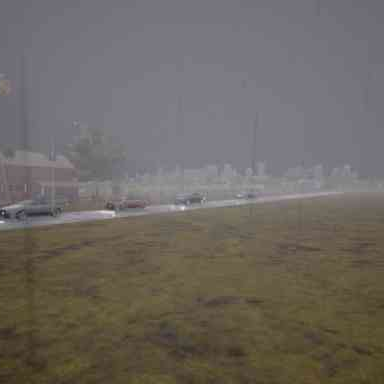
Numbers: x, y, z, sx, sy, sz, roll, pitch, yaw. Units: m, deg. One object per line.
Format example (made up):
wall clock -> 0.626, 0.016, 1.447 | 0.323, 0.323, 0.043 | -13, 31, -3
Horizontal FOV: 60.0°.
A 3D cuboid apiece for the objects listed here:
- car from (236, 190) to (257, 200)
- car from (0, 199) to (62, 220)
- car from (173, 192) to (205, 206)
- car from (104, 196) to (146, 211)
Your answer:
car -> 8.693, 0.467, 52.981 | 2.128, 1.511, 4.902 | 1, 2, 36
car -> -11.925, 1.255, 24.736 | 1.994, 1.385, 4.181 | 1, 2, 34
car -> -0.297, 0.796, 40.728 | 1.837, 1.490, 4.892 | 1, 2, 36
car -> -6.413, 1.068, 32.309 | 1.994, 1.385, 4.181 | 1, 2, 36
